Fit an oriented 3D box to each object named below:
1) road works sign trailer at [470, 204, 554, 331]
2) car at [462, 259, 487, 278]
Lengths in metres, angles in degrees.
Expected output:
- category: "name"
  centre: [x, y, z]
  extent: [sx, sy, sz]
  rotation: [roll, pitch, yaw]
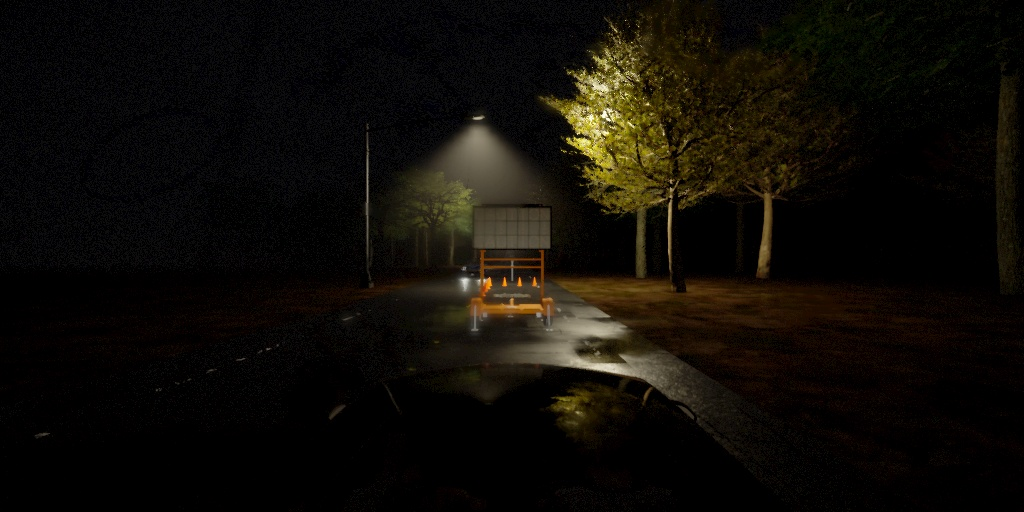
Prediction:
- category: "road works sign trailer"
  centre: [0.009, 0.218, 11.000]
  extent: [2.380, 3.560, 2.880]
  rotation: [0, 0, 0]
- category: "car"
  centre: [-3.598, 1.144, 34.767]
  extent: [2.097, 1.767, 4.553]
  rotation: [0, 0, 0]
